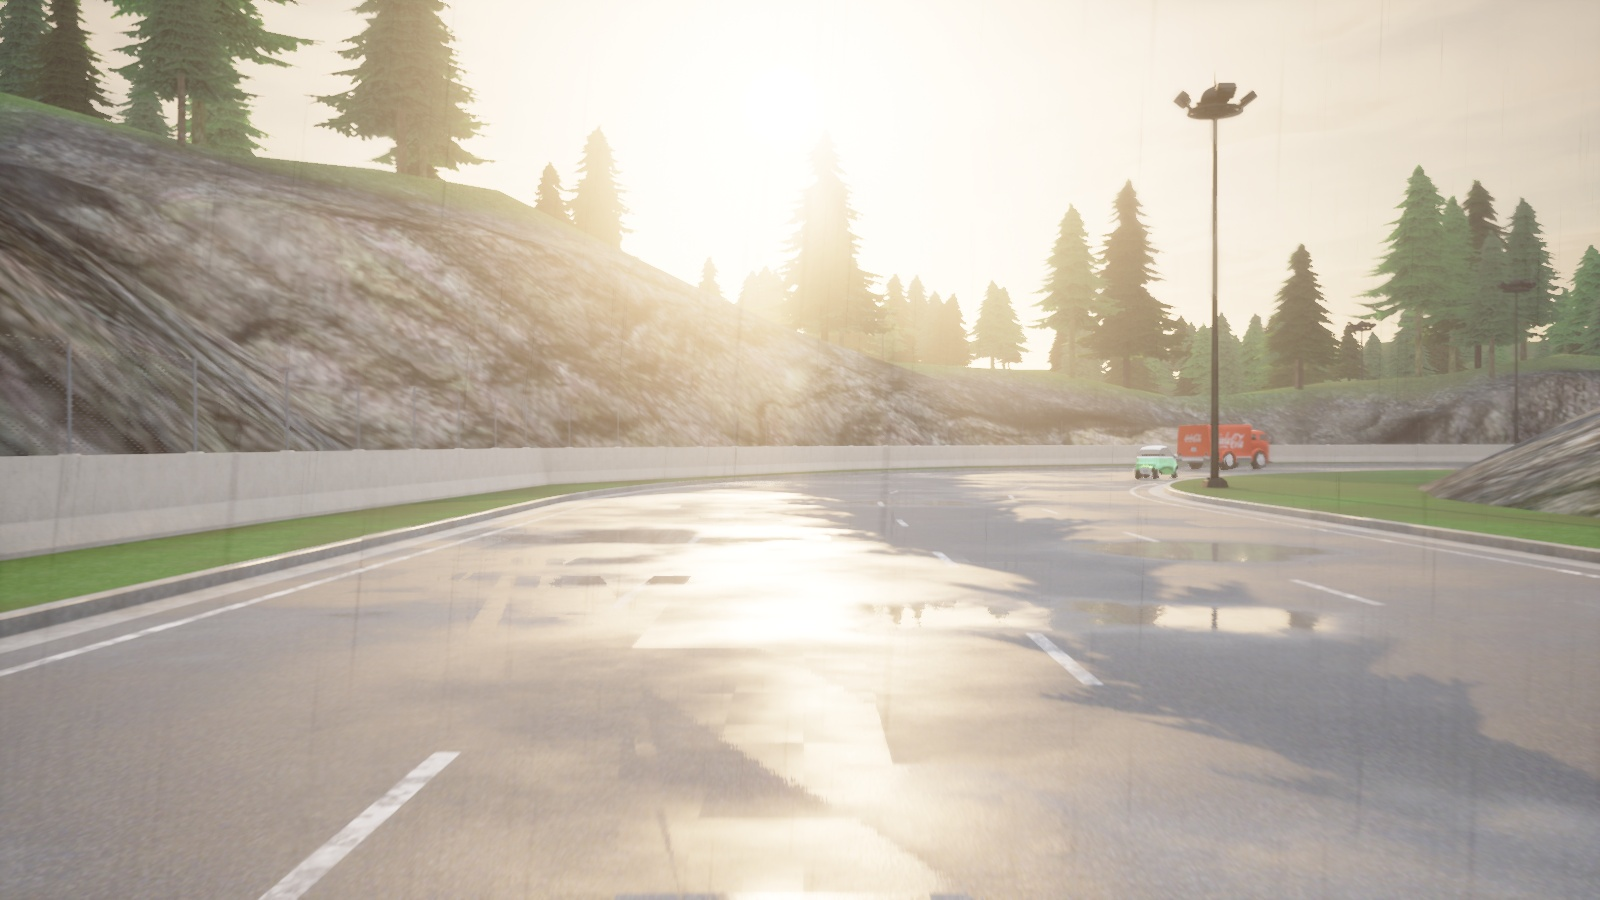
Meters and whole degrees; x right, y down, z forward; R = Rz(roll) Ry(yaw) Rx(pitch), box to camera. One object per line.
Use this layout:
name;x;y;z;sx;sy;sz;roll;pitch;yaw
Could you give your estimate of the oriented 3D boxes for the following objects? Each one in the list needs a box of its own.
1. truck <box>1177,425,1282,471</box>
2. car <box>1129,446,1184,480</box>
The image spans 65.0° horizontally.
truck;23.421;-0.108;68.514;5.204;2.467;2.627;0;0;-29
car;14.673;0.522;51.628;1.481;1.376;2.207;0;0;36
